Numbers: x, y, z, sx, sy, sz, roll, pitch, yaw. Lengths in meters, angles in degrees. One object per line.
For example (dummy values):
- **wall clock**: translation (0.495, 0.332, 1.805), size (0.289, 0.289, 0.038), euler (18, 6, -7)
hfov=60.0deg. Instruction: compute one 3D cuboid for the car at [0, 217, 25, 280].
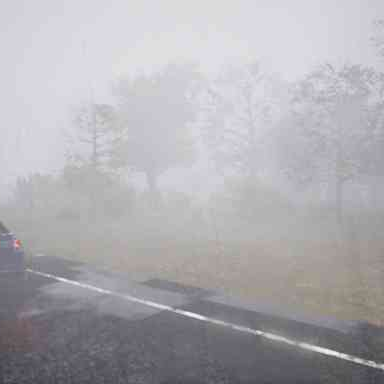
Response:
- **car**: translation (-6.304, 1.286, 8.496), size (4.553, 1.767, 2.097), euler (0, 0, 36)
